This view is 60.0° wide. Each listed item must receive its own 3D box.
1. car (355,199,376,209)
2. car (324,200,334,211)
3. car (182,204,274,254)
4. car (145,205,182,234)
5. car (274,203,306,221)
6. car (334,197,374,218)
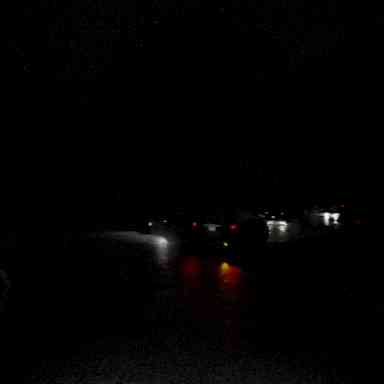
[{"bbox_3d":[27.585,1.844,52.746,1.882,1.535,5.008,1,0,39],"label":"car"},{"bbox_3d":[17.717,1.691,40.731,2.128,1.511,4.902,1,1,39],"label":"car"},{"bbox_3d":[1.702,1.378,13.972,2.097,1.767,4.553,2,0,27],"label":"car"},{"bbox_3d":[-0.440,1.478,19.160,4.892,1.490,1.837,1,0,-44],"label":"car"},{"bbox_3d":[8.310,1.677,29.164,2.033,1.411,5.357,1,0,39],"label":"car"},{"bbox_3d":[16.448,1.464,33.311,2.150,2.045,5.566,1,1,39],"label":"car"}]
